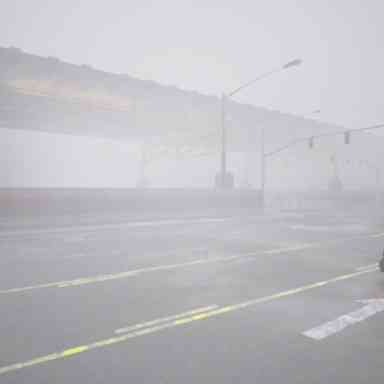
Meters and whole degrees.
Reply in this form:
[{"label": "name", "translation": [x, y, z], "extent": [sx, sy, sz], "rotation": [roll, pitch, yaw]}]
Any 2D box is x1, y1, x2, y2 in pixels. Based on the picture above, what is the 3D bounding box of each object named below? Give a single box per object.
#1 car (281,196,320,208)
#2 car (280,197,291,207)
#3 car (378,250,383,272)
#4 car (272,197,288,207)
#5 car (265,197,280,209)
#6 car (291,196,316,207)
[{"label": "car", "translation": [15.799, 1.440, 48.603], "extent": [4.974, 1.542, 2.038], "rotation": [0, 0, -7]}, {"label": "car", "translation": [11.890, 1.442, 44.843], "extent": [2.038, 1.542, 4.974], "rotation": [0, 0, 18]}, {"label": "car", "translation": [7.106, 1.545, 8.917], "extent": [5.357, 1.411, 2.033], "rotation": [0, 0, -35]}, {"label": "car", "translation": [11.905, 1.284, 44.892], "extent": [1.853, 1.218, 4.536], "rotation": [0, 0, 18]}, {"label": "car", "translation": [8.145, 1.443, 42.157], "extent": [4.974, 1.542, 2.038], "rotation": [0, 0, 8]}, {"label": "car", "translation": [15.748, 1.283, 48.597], "extent": [4.536, 1.218, 1.853], "rotation": [0, 0, -7]}]
